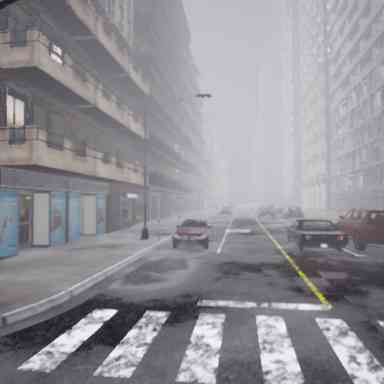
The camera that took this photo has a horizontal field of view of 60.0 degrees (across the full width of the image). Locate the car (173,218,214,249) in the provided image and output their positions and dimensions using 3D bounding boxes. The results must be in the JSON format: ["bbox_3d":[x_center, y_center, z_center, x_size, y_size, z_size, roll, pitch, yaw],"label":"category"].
[{"bbox_3d":[0.178,1.985,16.636,1.802,1.307,4.206,0,-1,8],"label":"car"}]

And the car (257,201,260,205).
[{"bbox_3d":[18.537,3.642,86.673,1.802,1.307,4.206,0,-1,8],"label":"car"}]

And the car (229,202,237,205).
[{"bbox_3d":[9.936,3.317,82.333,2.192,1.841,5.009,0,-1,8],"label":"car"}]

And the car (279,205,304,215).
[{"bbox_3d":[11.315,2.278,37.395,1.967,1.590,4.097,0,-1,8],"label":"car"}]

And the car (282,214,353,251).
[{"bbox_3d":[5.695,1.945,15.778,1.895,1.301,4.718,-1,-1,8],"label":"car"}]

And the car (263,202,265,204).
[{"bbox_3d":[15.722,3.069,66.249,1.812,1.442,4.674,-1,-1,8],"label":"car"}]

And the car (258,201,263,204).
[{"bbox_3d":[17.734,3.502,81.196,1.802,1.307,4.206,0,-1,8],"label":"car"}]

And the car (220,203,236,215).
[{"bbox_3d":[5.121,2.729,49.473,1.887,1.381,4.507,0,-1,8],"label":"car"}]

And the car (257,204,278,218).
[{"bbox_3d":[9.589,2.590,42.974,1.895,1.301,4.718,-1,-1,9],"label":"car"}]

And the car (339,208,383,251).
[{"bbox_3d":[8.235,1.635,15.479,2.192,1.841,5.009,0,-1,8],"label":"car"}]

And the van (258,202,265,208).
[{"bbox_3d":[19.340,3.543,92.152,1.690,1.788,3.998,0,-1,8],"label":"van"}]
